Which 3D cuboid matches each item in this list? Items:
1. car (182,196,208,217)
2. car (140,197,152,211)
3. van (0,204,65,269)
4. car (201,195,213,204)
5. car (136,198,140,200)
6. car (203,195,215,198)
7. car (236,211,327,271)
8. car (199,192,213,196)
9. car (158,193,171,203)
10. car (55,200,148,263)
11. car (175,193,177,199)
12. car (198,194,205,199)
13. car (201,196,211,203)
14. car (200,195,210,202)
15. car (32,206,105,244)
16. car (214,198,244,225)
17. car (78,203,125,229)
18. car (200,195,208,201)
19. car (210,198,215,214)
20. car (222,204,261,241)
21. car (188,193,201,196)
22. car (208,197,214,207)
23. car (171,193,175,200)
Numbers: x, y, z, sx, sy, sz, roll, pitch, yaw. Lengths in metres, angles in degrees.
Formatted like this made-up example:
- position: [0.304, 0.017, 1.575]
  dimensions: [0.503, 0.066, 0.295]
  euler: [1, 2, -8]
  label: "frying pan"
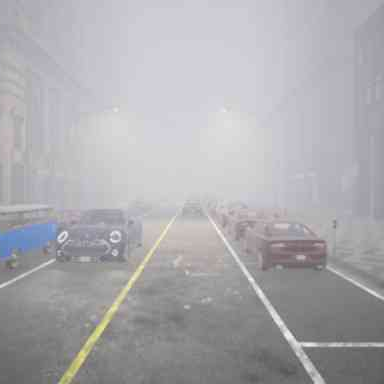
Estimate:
- position: [0.080, 1.416, 30.718]
  dimensions: [2.128, 1.511, 4.902]
  euler: [0, 0, 0]
  label: "car"
- position: [-5.772, 1.346, 38.654]
  dimensions: [1.967, 1.590, 4.097]
  euler: [0, 0, 0]
  label: "car"
- position: [-5.768, 1.315, 10.643]
  dimensions: [1.690, 1.788, 3.998]
  euler: [0, 0, 0]
  label: "van"
- position: [2.749, 1.293, 61.070]
  dimensions: [1.967, 1.590, 4.097]
  euler: [0, 0, 0]
  label: "car"
- position: [-5.770, 1.459, 27.280]
  dimensions: [1.752, 1.417, 4.829]
  euler: [0, 0, 0]
  label: "car"
- position: [2.753, 1.437, 44.265]
  dimensions: [1.887, 1.381, 4.507]
  euler: [0, 0, 0]
  label: "car"
- position: [2.758, 1.518, 10.654]
  dimensions: [1.887, 1.381, 4.507]
  euler: [0, 0, 0]
  label: "car"
- position: [2.750, 1.181, 55.468]
  dimensions: [2.192, 1.841, 5.009]
  euler: [0, 0, 0]
  label: "car"
- position: [-5.777, 1.385, 66.665]
  dimensions: [1.887, 1.381, 4.507]
  euler: [0, 0, 0]
  label: "car"
- position: [-3.040, 1.322, 11.764]
  dimensions: [2.097, 1.767, 4.553]
  euler: [0, 0, 0]
  label: "car"
- position: [-5.781, 1.105, 89.073]
  dimensions: [2.192, 1.841, 5.009]
  euler: [0, 0, 0]
  label: "car"
- position: [2.744, 1.343, 94.681]
  dimensions: [1.947, 1.339, 4.313]
  euler: [0, 0, 0]
  label: "car"
- position: [2.749, 1.406, 66.672]
  dimensions: [1.947, 1.339, 4.313]
  euler: [0, 0, 0]
  label: "car"
- position: [2.748, 1.378, 72.274]
  dimensions: [2.008, 1.369, 4.403]
  euler: [0, 0, 0]
  label: "car"
- position: [-5.768, 1.505, 16.246]
  dimensions: [1.887, 1.381, 4.507]
  euler: [0, 0, 0]
  label: "car"
- position: [2.756, 1.386, 21.857]
  dimensions: [1.967, 1.590, 4.097]
  euler: [0, 0, 0]
  label: "car"
- position: [-5.769, 1.491, 21.847]
  dimensions: [1.887, 1.381, 4.507]
  euler: [0, 0, 0]
  label: "car"
- position: [2.747, 1.339, 78.045]
  dimensions: [1.752, 1.417, 4.829]
  euler: [0, 0, 0]
  label: "car"
- position: [2.755, 1.457, 27.629]
  dimensions: [1.752, 1.417, 4.829]
  euler: [0, 0, 0]
  label: "car"
- position: [2.757, 1.504, 16.256]
  dimensions: [1.887, 1.381, 4.507]
  euler: [0, 0, 0]
  label: "car"
- position: [-0.002, 1.307, 50.569]
  dimensions: [2.033, 1.649, 4.856]
  euler: [0, 0, 0]
  label: "car"
- position: [2.755, 1.501, 33.061]
  dimensions: [1.802, 1.307, 4.206]
  euler: [0, 0, 0]
  label: "car"
- position: [-5.779, 1.366, 77.869]
  dimensions: [2.008, 1.369, 4.403]
  euler: [0, 0, 0]
  label: "car"
